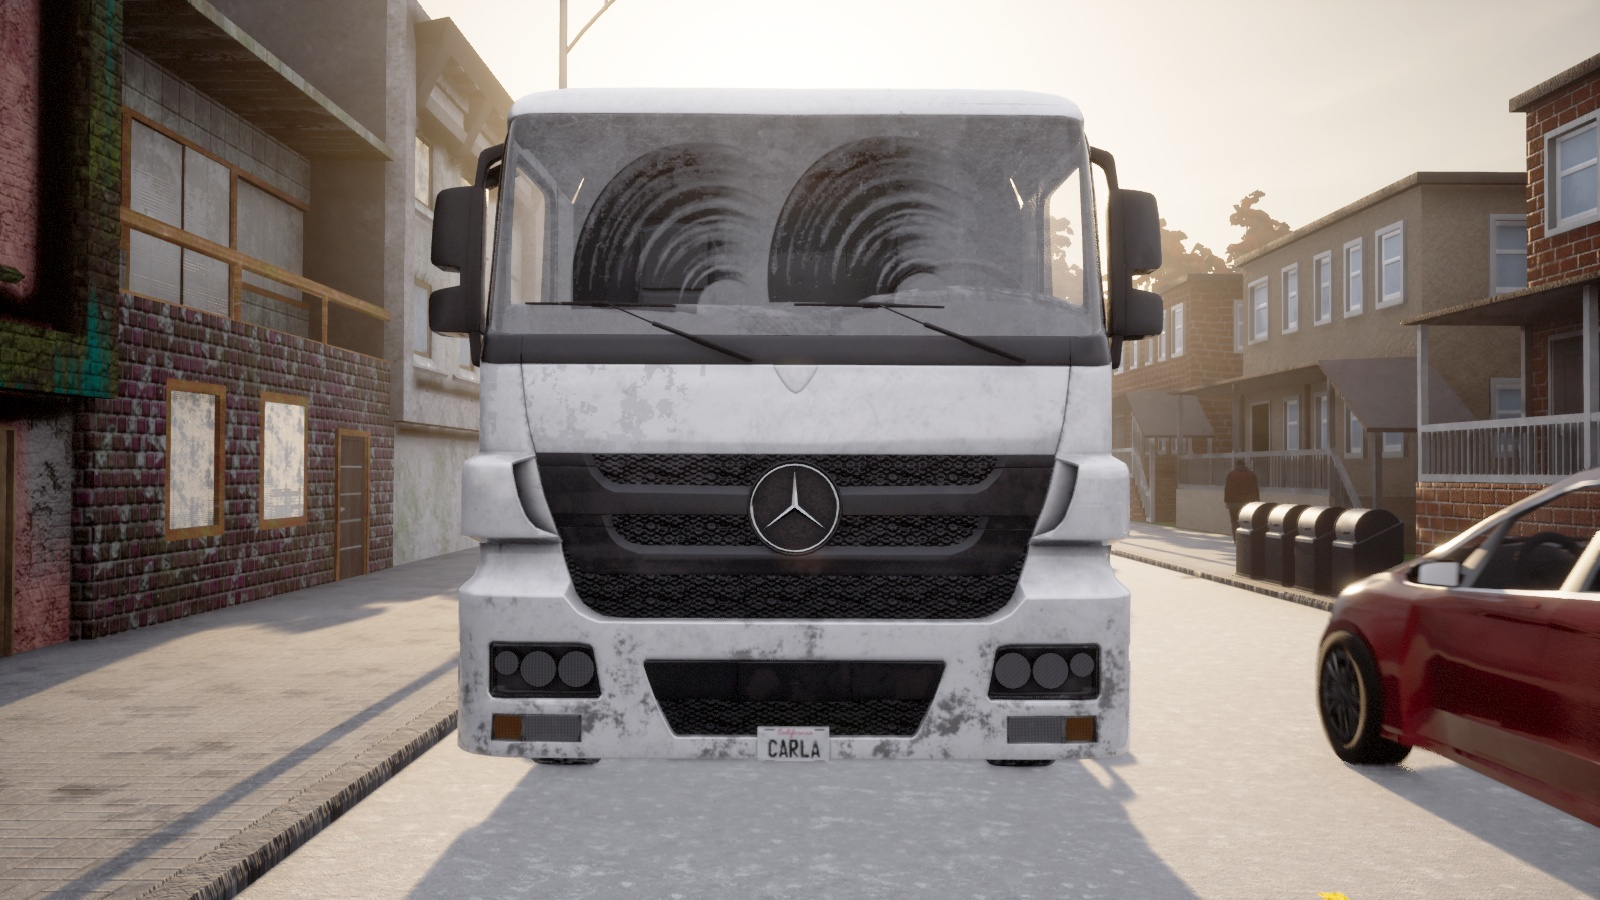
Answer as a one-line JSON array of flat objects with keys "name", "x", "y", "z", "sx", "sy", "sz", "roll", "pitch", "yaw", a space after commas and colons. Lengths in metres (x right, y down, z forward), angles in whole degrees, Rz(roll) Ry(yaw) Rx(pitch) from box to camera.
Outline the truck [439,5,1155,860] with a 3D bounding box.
[{"name": "truck", "x": -0.025, "y": -0.015, "z": 9.072, "sx": 2.891, "sy": 3.462, "sz": 7.936, "roll": 0, "pitch": -1, "yaw": 0}]

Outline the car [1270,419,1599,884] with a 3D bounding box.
[{"name": "car", "x": 3.986, "y": 0.732, "z": 5.321, "sx": 2.242, "sy": 1.667, "sz": 4.611, "roll": 0, "pitch": -1, "yaw": 0}]

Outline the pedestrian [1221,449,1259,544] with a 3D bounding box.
[{"name": "pedestrian", "x": 8.637, "y": 0.903, "z": 24.679, "sx": 0.634, "sy": 1.844, "sz": 0.899, "roll": -1, "pitch": -1, "yaw": 16}]
